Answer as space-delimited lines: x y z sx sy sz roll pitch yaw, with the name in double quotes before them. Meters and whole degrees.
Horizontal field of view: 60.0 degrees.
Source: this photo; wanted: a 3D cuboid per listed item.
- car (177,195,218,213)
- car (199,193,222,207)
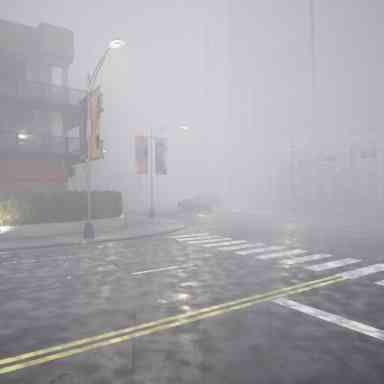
"car" 0.267 1.478 37.130 1.882 1.535 5.008 0 0 -35
"car" 2.035 1.221 48.838 2.150 2.045 5.566 0 0 -33
